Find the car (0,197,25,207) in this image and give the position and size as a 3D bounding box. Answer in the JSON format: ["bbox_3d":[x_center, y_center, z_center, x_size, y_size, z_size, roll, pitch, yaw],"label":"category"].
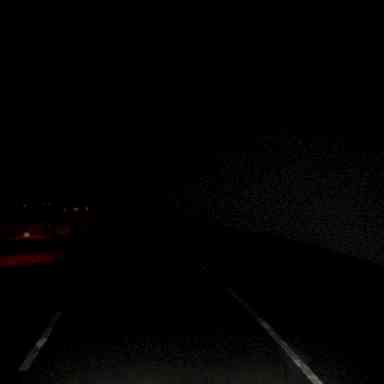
[{"bbox_3d":[-16.196,1.267,30.085,2.097,1.767,4.553,0,0,-32],"label":"car"}]

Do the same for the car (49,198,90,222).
[{"bbox_3d":[-9.454,1.276,25.834,2.097,1.767,4.553,0,1,-31],"label":"car"}]

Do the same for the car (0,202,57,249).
[{"bbox_3d":[-7.117,1.435,14.621,1.882,1.535,5.008,0,0,-23],"label":"car"}]

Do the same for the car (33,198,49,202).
[{"bbox_3d":[-17.699,1.432,38.991,2.033,1.411,5.357,0,0,-33],"label":"car"}]
